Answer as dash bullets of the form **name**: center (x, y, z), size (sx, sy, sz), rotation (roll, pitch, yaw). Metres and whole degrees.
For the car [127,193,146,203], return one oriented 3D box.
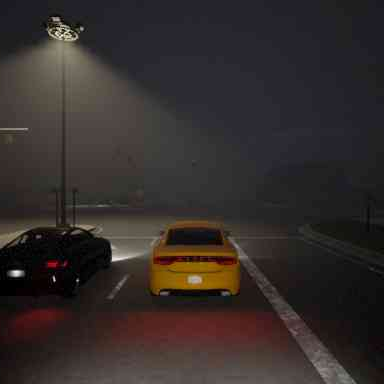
- **car**: center (-11.418, 1.352, 68.084), size (2.097, 1.767, 4.553), rotation (0, 0, 0)

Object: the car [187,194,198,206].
- **car**: center (0.072, 1.526, 56.447), size (1.812, 1.442, 4.674), rotation (0, 0, 0)

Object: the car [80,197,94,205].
- **car**: center (-18.484, 1.601, 59.747), size (1.895, 1.301, 4.718), rotation (0, 0, 0)

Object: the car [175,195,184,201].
- **car**: center (-3.388, 1.517, 87.478), size (1.812, 1.442, 4.674), rotation (0, 0, 0)

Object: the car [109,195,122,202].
- **car**: center (-18.398, 1.500, 80.076), size (1.837, 1.490, 4.892), rotation (0, 0, 0)

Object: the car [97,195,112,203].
- **car**: center (-18.411, 1.500, 69.897), size (1.837, 1.490, 4.892), rotation (0, 0, 0)

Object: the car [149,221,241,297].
- **car**: center (0.076, 1.478, 8.651), size (1.882, 1.535, 5.008), rotation (0, 0, 0)

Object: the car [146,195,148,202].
- **car**: center (-11.400, 1.500, 78.256), size (1.837, 1.490, 4.892), rotation (0, 0, 0)

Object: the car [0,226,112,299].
- **car**: center (-3.425, 1.564, 8.522), size (1.994, 1.385, 4.181), rotation (0, 0, 0)

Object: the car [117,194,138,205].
- **car**: center (-11.499, 1.547, 58.964), size (2.033, 1.411, 5.357), rotation (0, 0, 0)

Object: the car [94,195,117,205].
- **car**: center (-15.003, 1.564, 57.764), size (1.994, 1.385, 4.181), rotation (0, 0, 0)

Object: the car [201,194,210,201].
- **car**: center (3.612, 1.588, 87.499), size (1.895, 1.301, 4.718), rotation (0, 0, 0)

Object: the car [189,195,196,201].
- **car**: center (0.111, 1.491, 87.057), size (1.837, 1.490, 4.892), rotation (0, 0, 0)
